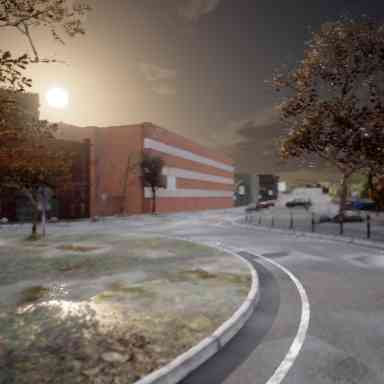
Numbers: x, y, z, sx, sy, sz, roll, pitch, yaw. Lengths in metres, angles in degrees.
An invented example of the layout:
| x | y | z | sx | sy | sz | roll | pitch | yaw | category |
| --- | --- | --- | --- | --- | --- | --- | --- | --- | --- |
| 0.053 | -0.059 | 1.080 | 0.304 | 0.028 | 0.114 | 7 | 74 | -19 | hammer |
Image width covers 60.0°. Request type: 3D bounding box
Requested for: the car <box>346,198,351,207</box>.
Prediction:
| x | y | z | sx | sy | sz | roll | pitch | yaw | category |
| --- | --- | --- | --- | --- | --- | --- | --- | --- | --- |
| 35.692 | 2.319 | 69.571 | 5.566 | 2.045 | 2.435 | -1 | -1 | 20 | car |

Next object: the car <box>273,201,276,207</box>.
| x | y | z | sx | sy | sz | roll | pitch | yaw | category |
| --- | --- | --- | --- | --- | --- | --- | --- | --- | --- |
| 18.192 | 2.686 | 76.573 | 1.837 | 1.490 | 4.892 | -1 | -1 | 20 | car |

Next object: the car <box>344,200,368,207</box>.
| x | y | z | sx | sy | sz | roll | pitch | yaw | category |
| --- | --- | --- | --- | --- | --- | --- | --- | --- | --- |
| 39.498 | 2.744 | 80.068 | 5.008 | 1.535 | 2.097 | -1 | -1 | 20 | car |

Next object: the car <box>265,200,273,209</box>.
| x | y | z | sx | sy | sz | roll | pitch | yaw | category |
| --- | --- | --- | --- | --- | --- | --- | --- | --- | --- |
| 14.556 | 2.680 | 66.814 | 1.882 | 1.535 | 5.008 | -1 | -1 | 20 | car |

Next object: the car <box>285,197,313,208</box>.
| x | y | z | sx | sy | sz | roll | pitch | yaw | category |
| --- | --- | --- | --- | --- | --- | --- | --- | --- | --- |
| 22.834 | 2.395 | 70.976 | 5.566 | 2.045 | 2.435 | -1 | -1 | 20 | car |

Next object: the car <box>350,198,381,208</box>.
| x | y | z | sx | sy | sz | roll | pitch | yaw | category |
| --- | --- | --- | --- | --- | --- | --- | --- | --- | --- |
| 33.701 | 2.341 | 64.144 | 4.553 | 1.767 | 2.185 | -1 | 0 | 20 | car |

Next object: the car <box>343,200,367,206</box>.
| x | y | z | sx | sy | sz | roll | pitch | yaw | category |
| --- | --- | --- | --- | --- | --- | --- | --- | --- | --- |
| 40.456 | 2.787 | 82.724 | 5.008 | 1.535 | 2.097 | -1 | -1 | 20 | car |

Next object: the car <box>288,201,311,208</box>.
| x | y | z | sx | sy | sz | roll | pitch | yaw | category |
| --- | --- | --- | --- | --- | --- | --- | --- | --- | --- |
| 23.817 | 2.732 | 73.619 | 4.674 | 1.452 | 2.002 | -1 | -1 | 20 | car |

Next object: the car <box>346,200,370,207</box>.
| x | y | z | sx | sy | sz | roll | pitch | yaw | category |
| --- | --- | --- | --- | --- | --- | --- | --- | --- | --- |
| 38.542 | 2.703 | 77.411 | 4.892 | 1.521 | 2.231 | -1 | -1 | 20 | car |

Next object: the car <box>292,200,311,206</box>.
| x | y | z | sx | sy | sz | roll | pitch | yaw | category |
| --- | --- | --- | --- | --- | --- | --- | --- | --- | --- |
| 28.583 | 2.942 | 86.919 | 4.792 | 1.488 | 2.163 | -1 | -1 | 20 | car |

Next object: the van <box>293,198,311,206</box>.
| x | y | z | sx | sy | sz | roll | pitch | yaw | category |
| --- | --- | --- | --- | --- | --- | --- | --- | --- | --- |
| 29.677 | 2.728 | 89.532 | 4.442 | 1.987 | 1.878 | -1 | -1 | 20 | van |

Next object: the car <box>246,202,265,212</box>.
| x | y | z | sx | sy | sz | roll | pitch | yaw | category |
| --- | --- | --- | --- | --- | --- | --- | --- | --- | --- |
| 10.361 | 2.546 | 55.357 | 2.033 | 1.411 | 5.357 | -1 | -1 | 21 | car |
